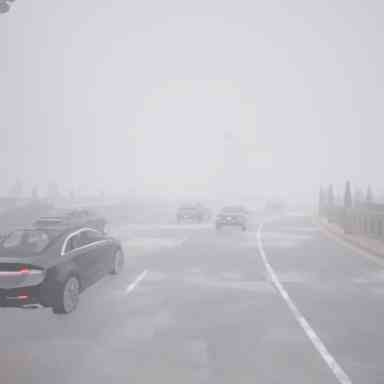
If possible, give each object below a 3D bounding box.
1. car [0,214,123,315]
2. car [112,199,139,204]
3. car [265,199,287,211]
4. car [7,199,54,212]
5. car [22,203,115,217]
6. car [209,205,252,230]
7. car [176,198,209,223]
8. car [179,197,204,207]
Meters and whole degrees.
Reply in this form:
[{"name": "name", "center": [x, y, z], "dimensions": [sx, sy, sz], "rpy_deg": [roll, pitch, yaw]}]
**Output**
[{"name": "car", "center": [-2.994, 1.489, 7.558], "dimensions": [2.128, 1.511, 4.902], "rpy_deg": [0, 0, 4]}, {"name": "car", "center": [-8.714, 1.541, 42.209], "dimensions": [2.033, 1.411, 5.357], "rpy_deg": [0, 0, 23]}, {"name": "car", "center": [10.388, 1.534, 41.139], "dimensions": [1.812, 1.442, 4.674], "rpy_deg": [0, 0, 28]}, {"name": "car", "center": [-15.883, 1.465, 32.975], "dimensions": [1.882, 1.535, 5.008], "rpy_deg": [0, 0, 18]}, {"name": "car", "center": [-5.495, 1.501, 15.699], "dimensions": [1.837, 1.490, 4.892], "rpy_deg": [0, 0, 9]}, {"name": "car", "center": [2.717, 1.550, 21.288], "dimensions": [2.033, 1.411, 5.357], "rpy_deg": [0, 0, 14]}, {"name": "car", "center": [0.271, 1.492, 25.375], "dimensions": [2.128, 1.511, 4.902], "rpy_deg": [0, 0, 16]}, {"name": "car", "center": [-0.068, 1.566, 51.550], "dimensions": [1.994, 1.385, 4.181], "rpy_deg": [0, 0, 30]}]
